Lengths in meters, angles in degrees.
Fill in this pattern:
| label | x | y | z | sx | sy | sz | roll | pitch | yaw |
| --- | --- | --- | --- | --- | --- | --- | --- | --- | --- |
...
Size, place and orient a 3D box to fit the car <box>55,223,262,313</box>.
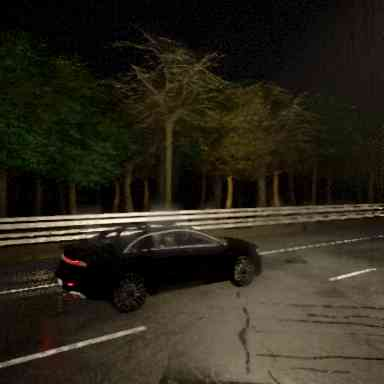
| label | x | y | z | sx | sy | sz | roll | pitch | yaw |
| --- | --- | --- | --- | --- | --- | --- | --- | --- | --- |
| car | -0.503 | 1.472 | 7.635 | 4.902 | 1.511 | 2.128 | 0 | 0 | -35 |
